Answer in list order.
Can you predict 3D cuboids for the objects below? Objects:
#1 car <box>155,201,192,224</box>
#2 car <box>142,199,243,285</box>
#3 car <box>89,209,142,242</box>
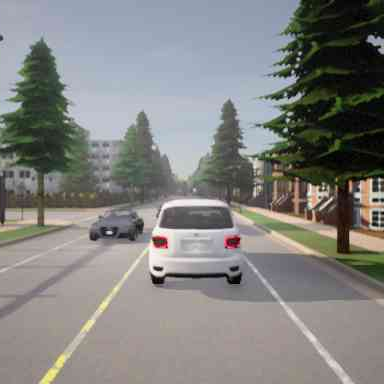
[{"bbox_3d":[-1.500,1.504,25.382,1.812,1.442,4.674,0,0,-16],"label":"car"},{"bbox_3d":[0.099,1.215,9.610,2.150,2.045,5.566,0,0,0],"label":"car"},{"bbox_3d":[-3.530,1.550,16.251,1.994,1.385,4.181,0,0,0],"label":"car"}]
